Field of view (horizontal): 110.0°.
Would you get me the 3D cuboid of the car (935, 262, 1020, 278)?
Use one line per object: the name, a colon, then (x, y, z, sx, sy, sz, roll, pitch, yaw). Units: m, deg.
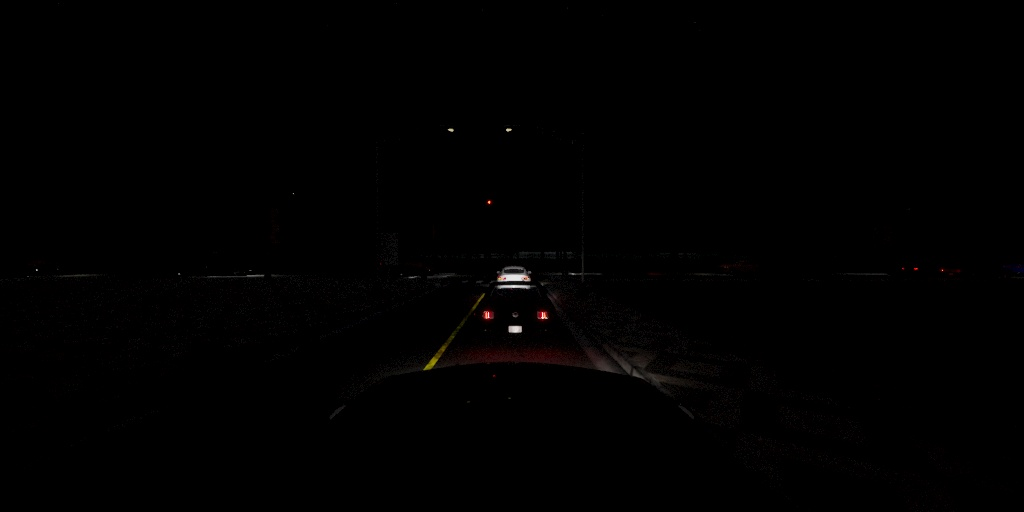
car: (42.296, 1.372, 32.672, 4.718, 1.301, 1.895, 0, 0, 1)

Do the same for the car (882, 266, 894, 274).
car: (43.662, 1.341, 39.246, 4.718, 1.301, 1.895, 0, 0, 1)

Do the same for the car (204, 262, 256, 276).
car: (-28.593, 1.296, 36.440, 4.181, 1.385, 1.994, 0, 0, 0)

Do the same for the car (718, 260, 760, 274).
car: (25.357, 1.217, 39.464, 5.008, 1.535, 1.882, 0, 0, 0)

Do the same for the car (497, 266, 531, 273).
car: (0.113, 1.274, 20.221, 1.812, 1.442, 4.674, 0, 0, 1)

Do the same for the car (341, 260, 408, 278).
car: (-12.808, 1.311, 33.033, 5.357, 1.411, 2.033, 0, 0, 3)

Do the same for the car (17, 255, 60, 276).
car: (-49.391, 0.925, 36.135, 5.566, 2.045, 2.150, 0, 0, -3)

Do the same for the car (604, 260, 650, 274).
car: (12.633, 1.231, 39.575, 4.902, 1.511, 2.128, 0, 0, 0)

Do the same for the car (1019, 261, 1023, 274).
car: (52.275, 1.233, 35.887, 5.008, 1.535, 1.882, 0, 0, 0)

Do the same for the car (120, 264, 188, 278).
car: (-33.019, 1.344, 33.196, 4.718, 1.301, 1.895, 0, 0, 0)

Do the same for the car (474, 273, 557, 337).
car: (0.108, 1.350, 10.237, 1.895, 1.301, 4.718, 0, 0, 1)

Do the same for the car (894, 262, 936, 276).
car: (42.320, 1.303, 35.921, 5.357, 1.411, 2.033, 0, 0, 1)

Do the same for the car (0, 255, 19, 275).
car: (-49.285, 0.930, 32.886, 4.892, 1.490, 1.837, 0, 0, -3)

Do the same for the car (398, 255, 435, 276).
car: (-10.629, 0.971, 36.322, 5.566, 2.045, 2.150, 0, 0, 0)
